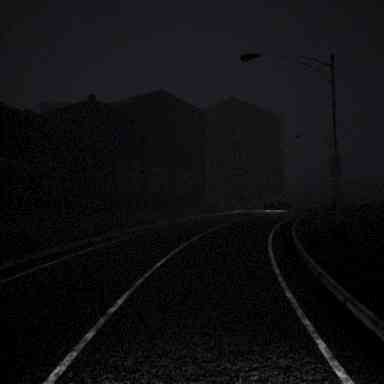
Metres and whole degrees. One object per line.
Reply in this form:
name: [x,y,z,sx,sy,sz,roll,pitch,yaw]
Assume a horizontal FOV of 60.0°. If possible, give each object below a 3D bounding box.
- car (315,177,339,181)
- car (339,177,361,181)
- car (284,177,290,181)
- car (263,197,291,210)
car: [33.993,-3.086,85.181,4.892,1.521,2.231,-1,-4,0]
car: [39.513,-3.120,85.227,4.892,1.521,2.231,0,-4,-1]
car: [23.051,-3.119,85.113,4.553,1.767,2.185,-1,-4,0]
car: [10.171,1.348,39.555,1.812,1.442,4.674,-4,-2,39]
